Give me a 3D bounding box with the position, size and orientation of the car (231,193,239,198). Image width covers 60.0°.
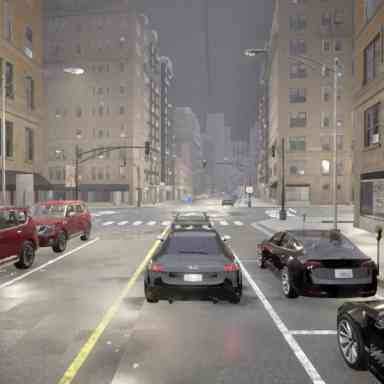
[{"bbox_3d":[10.710,1.197,85.242,2.192,1.841,5.009,0,0,9],"label":"car"}]

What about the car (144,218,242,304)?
[{"bbox_3d":[0.038,1.562,8.192,1.994,1.385,4.181,0,0,0],"label":"car"}]

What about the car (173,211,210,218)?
[{"bbox_3d":[-0.022,1.594,17.007,1.895,1.301,4.718,0,0,0],"label":"car"}]

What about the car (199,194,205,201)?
[{"bbox_3d":[1.419,1.401,80.945,1.752,1.417,4.829,0,0,9],"label":"car"}]

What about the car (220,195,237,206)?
[{"bbox_3d":[5.665,1.510,52.649,1.947,1.339,4.313,0,0,9],"label":"car"}]

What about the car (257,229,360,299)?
[{"bbox_3d":[2.842,1.564,8.310,1.947,1.339,4.313,-1,0,0],"label":"car"}]

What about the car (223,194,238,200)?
[{"bbox_3d":[7.347,1.484,63.513,1.947,1.339,4.313,0,0,9],"label":"car"}]

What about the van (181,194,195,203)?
[{"bbox_3d":[-1.079,1.246,64.817,1.690,1.788,3.998,0,0,9],"label":"van"}]

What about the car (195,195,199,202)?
[{"bbox_3d":[-0.238,1.333,70.250,1.967,1.590,4.097,0,0,9],"label":"car"}]

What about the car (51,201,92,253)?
[{"bbox_3d":[-5.695,1.310,13.796,2.192,1.841,5.009,-1,0,0],"label":"car"}]

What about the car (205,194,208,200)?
[{"bbox_3d":[2.287,1.451,86.546,1.802,1.307,4.206,0,0,9],"label":"car"}]

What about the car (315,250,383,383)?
[{"bbox_3d":[2.851,1.565,2.803,1.947,1.339,4.313,-1,0,0],"label":"car"}]

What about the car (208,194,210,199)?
[{"bbox_3d":[3.126,1.304,91.978,1.967,1.590,4.097,0,0,9],"label":"car"}]

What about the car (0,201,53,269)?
[{"bbox_3d":[-5.686,1.313,8.288,2.192,1.841,5.009,-1,0,0],"label":"car"}]
